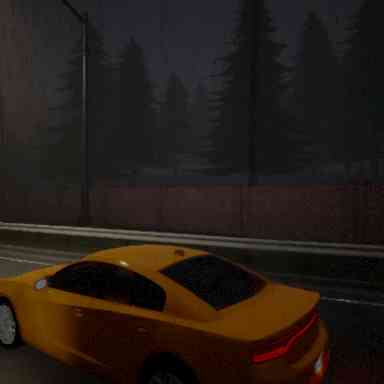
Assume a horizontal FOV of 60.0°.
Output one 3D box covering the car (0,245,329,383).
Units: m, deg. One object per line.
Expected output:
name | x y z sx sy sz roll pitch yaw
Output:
car | -0.826 1.483 4.583 5.008 1.535 1.882 0 0 35
